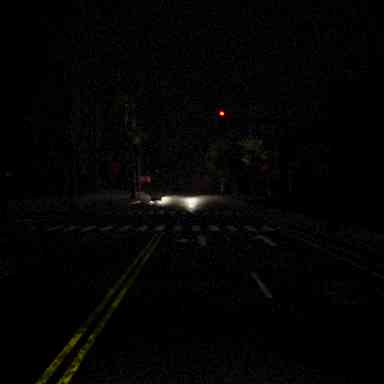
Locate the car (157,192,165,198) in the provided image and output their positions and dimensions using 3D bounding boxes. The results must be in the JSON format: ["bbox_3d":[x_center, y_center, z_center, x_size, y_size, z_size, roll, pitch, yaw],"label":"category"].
[{"bbox_3d":[-8.137,0.716,87.446,1.994,1.385,4.181,0,1,-5],"label":"car"}]

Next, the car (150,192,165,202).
[{"bbox_3d":[-6.645,0.970,61.881,1.882,1.535,5.008,0,2,-2],"label":"car"}]
